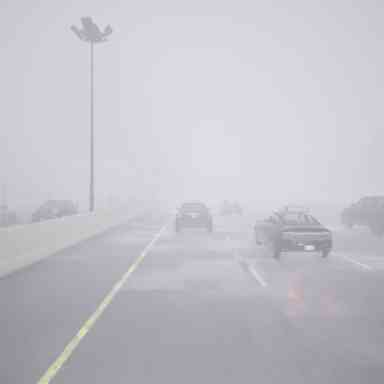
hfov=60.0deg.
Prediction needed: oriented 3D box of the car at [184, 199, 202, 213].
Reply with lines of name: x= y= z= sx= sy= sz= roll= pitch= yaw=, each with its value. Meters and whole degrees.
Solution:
car: x=0.091 y=1.550 z=39.109 sx=2.033 sy=1.411 sz=5.357 roll=0 pitch=0 yaw=0

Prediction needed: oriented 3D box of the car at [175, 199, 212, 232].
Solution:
car: x=0.097 y=1.353 z=20.372 sx=2.097 sy=1.767 sz=4.553 roll=0 pitch=0 yaw=0

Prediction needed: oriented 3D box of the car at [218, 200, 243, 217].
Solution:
car: x=3.593 y=1.493 z=31.343 sx=2.128 sy=1.511 sz=4.902 roll=0 pitch=0 yaw=0

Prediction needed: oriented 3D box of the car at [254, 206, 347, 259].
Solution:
car: x=3.597 y=1.492 z=12.614 sx=2.128 sy=1.511 sz=4.902 roll=0 pitch=0 yaw=0

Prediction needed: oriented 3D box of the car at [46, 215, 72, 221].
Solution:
car: x=-10.605 y=1.353 z=25.869 sx=2.097 sy=1.767 sz=4.553 roll=0 pitch=0 yaw=0

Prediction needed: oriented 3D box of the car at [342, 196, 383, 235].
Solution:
car: x=10.595 y=1.223 z=18.861 sx=2.150 sy=2.045 sz=5.566 roll=0 pitch=0 yaw=0
